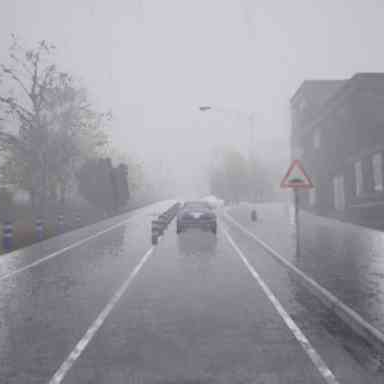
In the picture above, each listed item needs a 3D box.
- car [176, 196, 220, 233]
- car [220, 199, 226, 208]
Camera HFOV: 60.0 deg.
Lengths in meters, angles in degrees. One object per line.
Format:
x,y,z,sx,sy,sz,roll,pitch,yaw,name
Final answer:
0.246,1.223,18.926,2.097,1.767,4.553,0,1,0,car
2.296,1.183,37.327,1.812,1.442,4.674,-3,0,23,car
